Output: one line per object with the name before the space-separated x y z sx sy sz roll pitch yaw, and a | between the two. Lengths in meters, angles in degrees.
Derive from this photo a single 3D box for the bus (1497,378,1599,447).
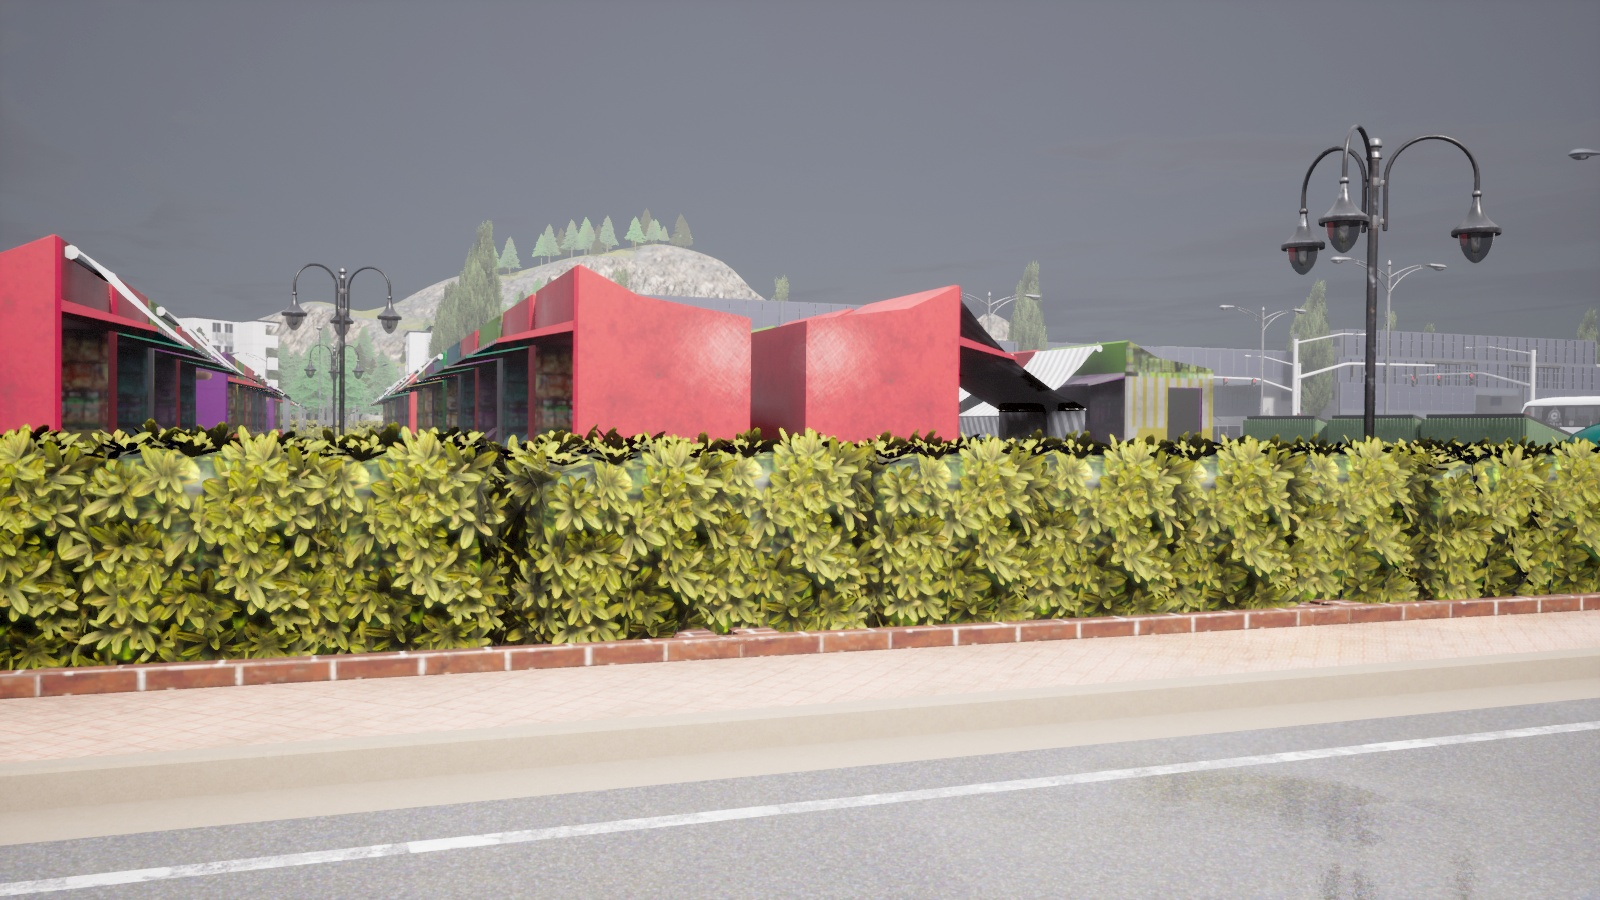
bus | 50.412 -2.370 80.068 3.944 4.253 10.273 -1 1 -21
